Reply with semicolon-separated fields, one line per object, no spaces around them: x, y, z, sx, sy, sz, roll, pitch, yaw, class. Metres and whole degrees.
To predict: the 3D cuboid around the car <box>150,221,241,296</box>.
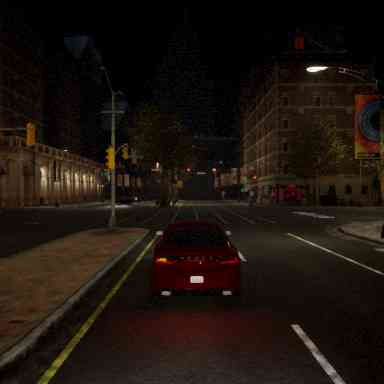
0.053;1.478;8.672;1.882;1.535;5.008;0;0;-1;car

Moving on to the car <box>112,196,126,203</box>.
-14.987;1.594;68.872;1.895;1.301;4.718;0;0;0;car

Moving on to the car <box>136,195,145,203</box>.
-11.737;1.540;68.817;2.033;1.411;5.357;0;0;0;car

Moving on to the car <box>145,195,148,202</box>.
-11.773;1.477;79.297;1.882;1.535;5.008;0;0;0;car

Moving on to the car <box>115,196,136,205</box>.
-11.759;1.601;58.744;1.895;1.301;4.718;0;0;0;car
